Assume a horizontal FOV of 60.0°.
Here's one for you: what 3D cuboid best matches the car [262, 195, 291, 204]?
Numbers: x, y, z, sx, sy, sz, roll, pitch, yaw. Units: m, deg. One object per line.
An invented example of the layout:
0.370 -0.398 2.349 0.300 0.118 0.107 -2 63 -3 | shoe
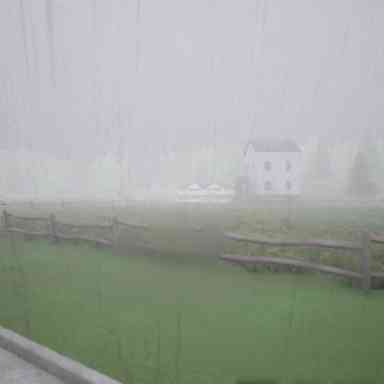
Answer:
14.221 1.305 55.923 4.605 1.855 1.932 0 0 35 | car
